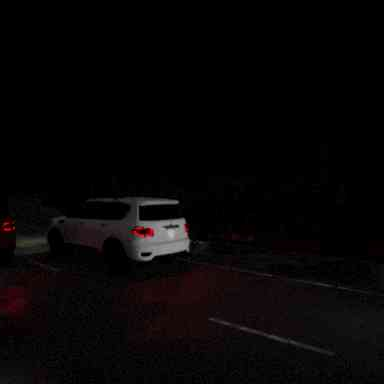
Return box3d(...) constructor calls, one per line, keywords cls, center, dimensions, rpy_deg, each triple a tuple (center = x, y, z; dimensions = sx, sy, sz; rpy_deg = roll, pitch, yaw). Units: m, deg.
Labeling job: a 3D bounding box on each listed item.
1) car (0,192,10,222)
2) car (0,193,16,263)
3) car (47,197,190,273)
box3d(cls="car", center=(-15.255, 1.047, 24.913), dimensions=(2.150, 2.045, 5.566), rpy_deg=(0, 0, -36))
box3d(cls="car", center=(-7.593, 1.139, 10.763), dimensions=(5.566, 2.045, 2.150), rpy_deg=(0, 0, 44))
box3d(cls="car", center=(-2.576, 1.178, 10.832), dimensions=(5.566, 2.045, 2.150), rpy_deg=(1, 0, 41))
